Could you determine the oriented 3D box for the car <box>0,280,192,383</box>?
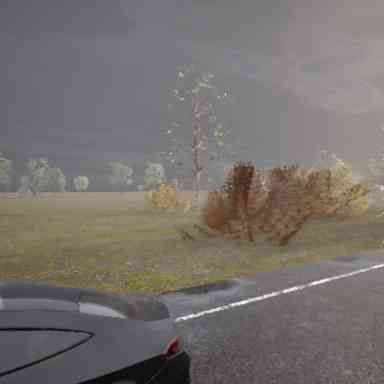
[{"bbox_3d":[-2.162,1.526,2.448,4.674,1.442,1.812,0,0,-36],"label":"car"}]
